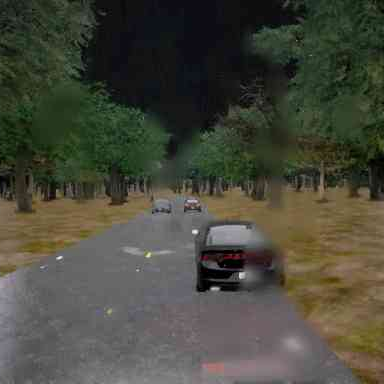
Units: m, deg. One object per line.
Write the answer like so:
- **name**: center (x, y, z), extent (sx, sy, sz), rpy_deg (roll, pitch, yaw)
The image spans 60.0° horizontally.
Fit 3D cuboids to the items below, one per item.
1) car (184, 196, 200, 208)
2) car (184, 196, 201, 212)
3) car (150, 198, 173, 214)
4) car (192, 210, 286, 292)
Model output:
- **car**: center (-0.029, 1.368, 47.170), extent (2.128, 1.511, 4.902), rpy_deg (0, 0, 0)
- **car**: center (0.047, 1.453, 37.048), extent (1.812, 1.442, 4.674), rpy_deg (0, 0, 0)
- **car**: center (-3.055, 1.445, 34.013), extent (1.837, 1.490, 4.892), rpy_deg (0, 0, 0)
- **car**: center (1.036, 1.477, 8.956), extent (1.882, 1.535, 5.008), rpy_deg (0, 0, 0)
